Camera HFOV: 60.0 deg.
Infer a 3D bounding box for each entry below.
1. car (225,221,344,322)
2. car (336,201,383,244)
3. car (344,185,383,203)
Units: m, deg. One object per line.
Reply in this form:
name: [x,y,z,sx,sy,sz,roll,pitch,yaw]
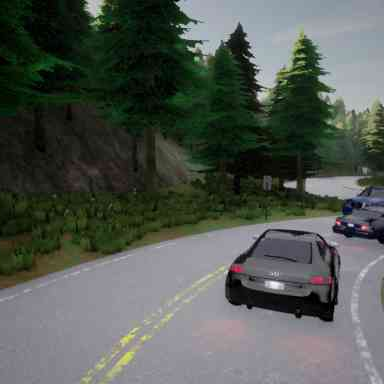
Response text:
car: [2.227,1.531,7.475,1.994,1.385,4.181,2,2,24]
car: [8.624,1.372,14.988,5.357,1.411,2.033,-1,5,-33]
car: [11.887,0.665,20.853,5.566,2.045,2.150,-2,5,-31]
